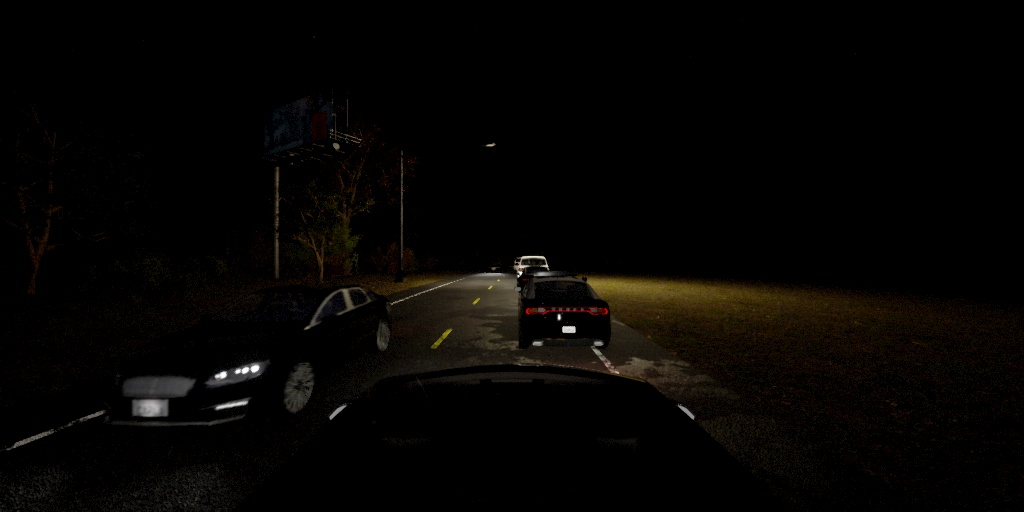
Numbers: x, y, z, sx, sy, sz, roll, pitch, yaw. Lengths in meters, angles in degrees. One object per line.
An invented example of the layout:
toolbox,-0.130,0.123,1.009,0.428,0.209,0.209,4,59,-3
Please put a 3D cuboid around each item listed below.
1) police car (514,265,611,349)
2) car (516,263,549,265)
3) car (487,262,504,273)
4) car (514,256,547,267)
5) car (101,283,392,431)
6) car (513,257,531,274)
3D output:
police car,1.100,1.185,9.316,1.930,1.638,5.238,0,0,1
car,1.276,1.296,19.172,1.837,1.490,4.892,0,0,1
car,-2.157,1.485,47.674,2.128,1.511,4.902,0,-1,3
car,1.445,1.044,25.181,2.150,2.045,5.566,0,0,2
car,-3.561,1.245,6.002,2.128,1.511,4.902,0,0,1
car,1.392,1.204,46.526,2.150,2.045,5.566,0,0,4
